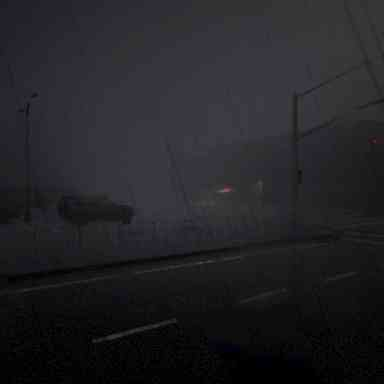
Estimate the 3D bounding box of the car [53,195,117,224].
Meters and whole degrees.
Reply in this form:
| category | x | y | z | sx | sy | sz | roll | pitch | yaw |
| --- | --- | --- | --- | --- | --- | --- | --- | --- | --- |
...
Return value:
| category | x | y | z | sx | sy | sz | roll | pitch | yaw |
| --- | --- | --- | --- | --- | --- | --- | --- | --- | --- |
| car | -7.558 | 1.153 | 23.589 | 3.866 | 1.878 | 1.905 | 0 | 0 | -35 |

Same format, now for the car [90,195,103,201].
| category | x | y | z | sx | sy | sz | roll | pitch | yaw |
| --- | --- | --- | --- | --- | --- | --- | --- | --- | --- |
| car | -25.485 | 1.530 | 88.580 | 1.994 | 1.385 | 4.181 | 0 | 0 | -34 |

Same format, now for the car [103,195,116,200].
| category | x | y | z | sx | sy | sz | roll | pitch | yaw |
| --- | --- | --- | --- | --- | --- | --- | --- | --- | --- |
| car | -22.577 | 1.477 | 90.528 | 1.837 | 1.490 | 4.892 | 0 | 0 | -34 |

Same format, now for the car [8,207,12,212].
| category | x | y | z | sx | sy | sz | roll | pitch | yaw |
| --- | --- | --- | --- | --- | --- | --- | --- | --- | --- |
| car | -20.591 | 1.392 | 41.953 | 3.806 | 1.475 | 1.970 | 0 | 0 | -35 |

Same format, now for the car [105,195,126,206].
| category | x | y | z | sx | sy | sz | roll | pitch | yaw |
| --- | --- | --- | --- | --- | --- | --- | --- | --- | --- |
| car | -13.446 | 1.411 | 58.041 | 2.097 | 1.767 | 4.553 | 0 | 0 | -34 |

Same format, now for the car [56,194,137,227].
| category | x | y | z | sx | sy | sz | roll | pitch | yaw |
| --- | --- | --- | --- | --- | --- | --- | --- | --- | --- |
| car | -5.930 | 1.150 | 21.195 | 4.605 | 1.855 | 1.932 | 0 | 0 | -35 |

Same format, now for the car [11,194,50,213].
| category | x | y | z | sx | sy | sz | roll | pitch | yaw |
| --- | --- | --- | --- | --- | --- | --- | --- | --- | --- |
| car | -18.927 | 1.152 | 39.583 | 3.866 | 1.878 | 1.905 | 0 | 0 | -35 |
